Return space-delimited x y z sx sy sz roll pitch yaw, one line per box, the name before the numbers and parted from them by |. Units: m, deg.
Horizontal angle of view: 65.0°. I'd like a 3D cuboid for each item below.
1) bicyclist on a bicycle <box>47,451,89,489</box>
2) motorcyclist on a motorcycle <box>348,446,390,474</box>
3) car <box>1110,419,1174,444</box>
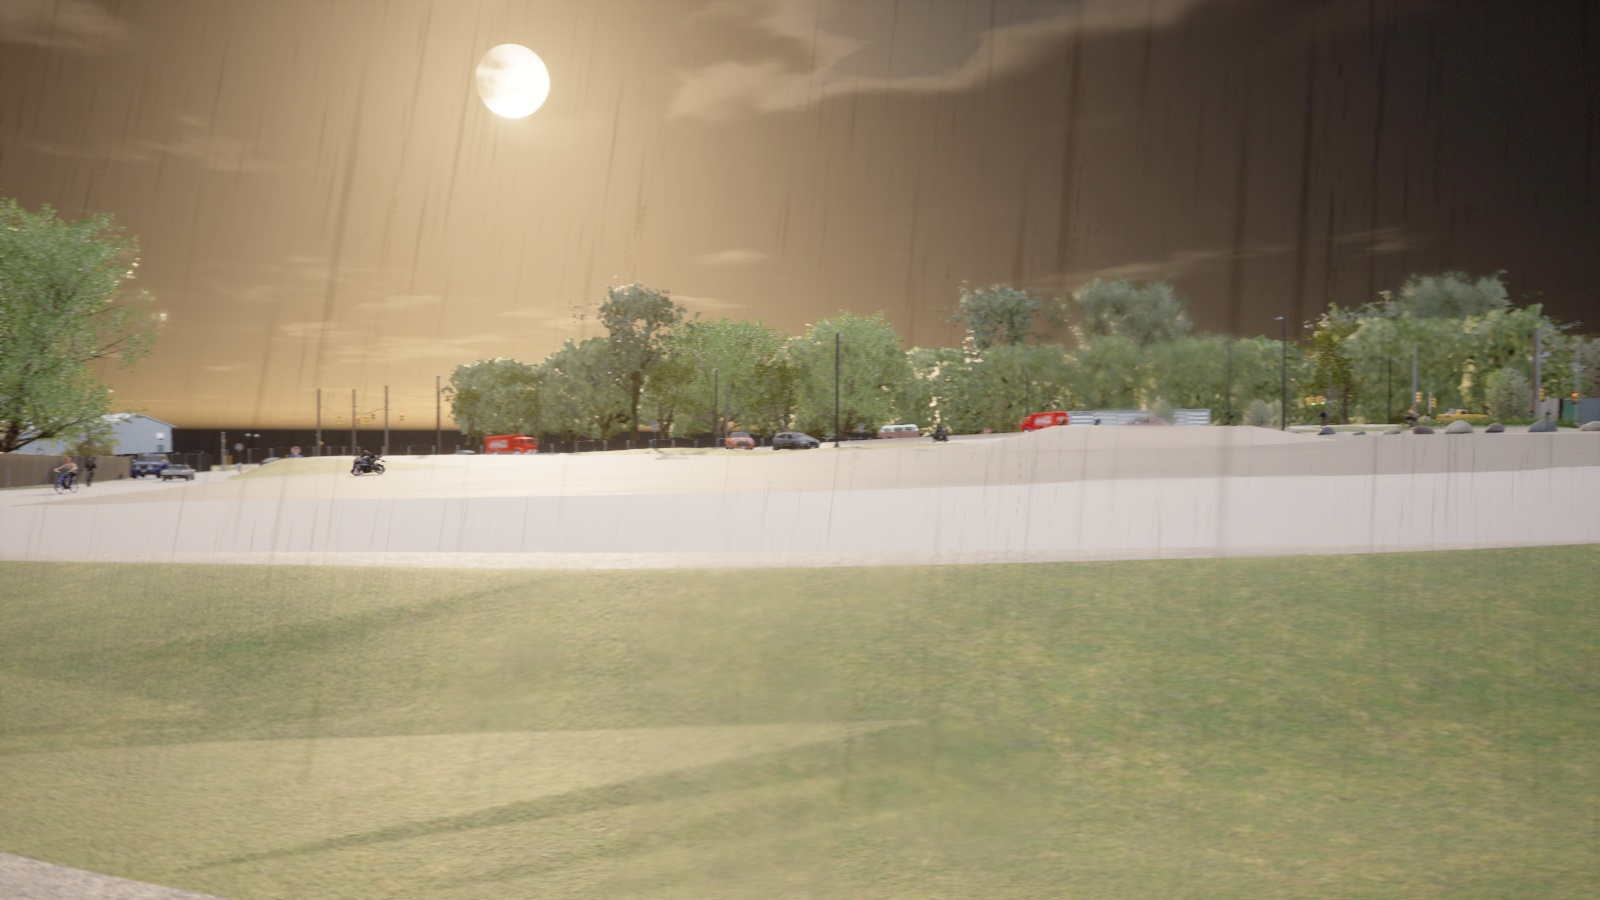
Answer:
bicyclist on a bicycle | -32.106 0.865 55.095 0.866 1.612 1.509 0 0 4
motorcyclist on a motorcycle | -25.141 0.582 73.284 0.866 1.530 2.191 -1 1 37
car | 22.415 -1.222 82.291 3.633 1.501 1.845 -2 1 32
